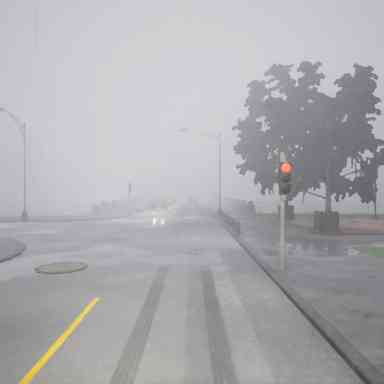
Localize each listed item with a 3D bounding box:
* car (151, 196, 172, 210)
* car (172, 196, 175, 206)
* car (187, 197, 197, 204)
[{"bbox_3d":[-4.063,1.491,42.224,2.128,1.511,4.902,0,0,0],"label":"car"},{"bbox_3d":[-4.048,1.477,51.771,1.882,1.535,5.008,0,0,0],"label":"car"},{"bbox_3d":[0.054,1.547,61.659,2.033,1.411,5.357,0,0,0],"label":"car"}]
